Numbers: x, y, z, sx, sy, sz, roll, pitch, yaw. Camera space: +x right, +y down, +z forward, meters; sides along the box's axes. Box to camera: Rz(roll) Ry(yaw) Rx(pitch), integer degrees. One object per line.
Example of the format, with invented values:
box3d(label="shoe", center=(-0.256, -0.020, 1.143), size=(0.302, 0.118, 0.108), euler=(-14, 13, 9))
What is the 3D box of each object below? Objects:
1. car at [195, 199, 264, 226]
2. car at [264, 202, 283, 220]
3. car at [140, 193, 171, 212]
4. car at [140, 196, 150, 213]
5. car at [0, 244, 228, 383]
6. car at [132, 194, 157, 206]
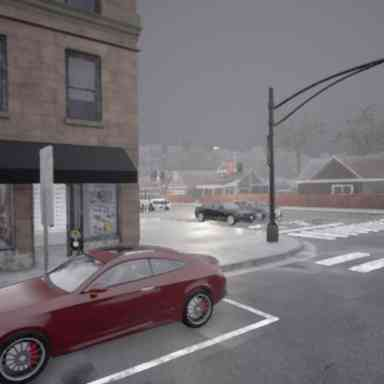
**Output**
box3d(label="car", center=(2.200, 1.331, 22.625), size=(1.882, 1.535, 5.008), euler=(-1, 0, -36))
box3d(label="car", center=(4.530, 1.292, 24.951), size=(2.128, 1.511, 4.902), euler=(-1, 0, -36))
box3d(label="car", center=(-4.542, 1.120, 37.411), size=(2.150, 2.045, 5.566), euler=(-1, 1, -36))
box3d(label="car", center=(-6.652, 1.457, 34.798), size=(1.837, 1.490, 4.892), euler=(-1, 0, -36))
box3d(label="car", center=(-1.294, 1.551, 5.286), size=(4.206, 1.307, 1.802), euler=(-1, 1, -36))
box3d(label="car", center=(-7.637, 1.232, 52.878), size=(2.097, 1.767, 4.553), euler=(-1, 0, -36))
